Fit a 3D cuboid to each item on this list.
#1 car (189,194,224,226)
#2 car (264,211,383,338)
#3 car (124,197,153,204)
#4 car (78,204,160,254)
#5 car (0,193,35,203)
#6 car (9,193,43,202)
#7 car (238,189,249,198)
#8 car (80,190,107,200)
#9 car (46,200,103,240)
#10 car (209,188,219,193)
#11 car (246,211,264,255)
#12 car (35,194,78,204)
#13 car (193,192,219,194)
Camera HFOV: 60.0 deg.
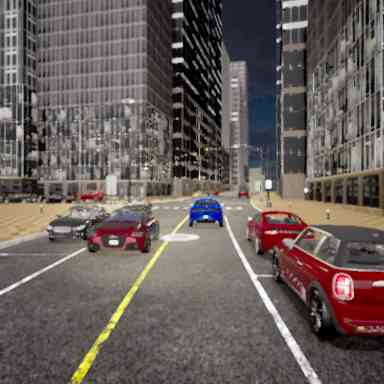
[{"bbox_3d":[0.901,1.125,20.082,1.882,1.535,5.008,0,1,4],"label":"car"},{"bbox_3d":[2.816,1.325,6.369,1.967,1.590,4.097,1,1,2],"label":"car"},{"bbox_3d":[-4.126,1.111,25.707,2.008,1.369,4.403,1,1,5],"label":"car"},{"bbox_3d":[-2.371,1.346,12.391,1.994,1.385,4.181,0,1,3],"label":"car"},{"bbox_3d":[-22.395,0.873,43.260,4.403,1.369,2.008,0,0,13],"label":"car"},{"bbox_3d":[-26.029,0.893,52.222,4.403,1.369,2.008,0,0,13],"label":"car"},{"bbox_3d":[10.084,0.247,65.113,2.192,1.841,5.009,1,1,13],"label":"car"},{"bbox_3d":[-15.142,0.643,49.638,5.009,1.841,2.192,0,0,13],"label":"car"},{"bbox_3d":[-4.879,1.291,14.918,2.008,1.369,4.403,1,1,3],"label":"car"},{"bbox_3d":[5.163,0.082,78.798,2.192,1.841,5.009,1,1,14],"label":"car"},{"bbox_3d":[3.008,1.330,12.010,1.887,1.381,4.507,1,1,3],"label":"car"},{"bbox_3d":[-16.955,0.881,41.969,4.313,1.339,1.947,0,0,13],"label":"car"},{"bbox_3d":[1.455,0.977,36.340,1.895,1.301,4.718,0,1,-7],"label":"car"}]
